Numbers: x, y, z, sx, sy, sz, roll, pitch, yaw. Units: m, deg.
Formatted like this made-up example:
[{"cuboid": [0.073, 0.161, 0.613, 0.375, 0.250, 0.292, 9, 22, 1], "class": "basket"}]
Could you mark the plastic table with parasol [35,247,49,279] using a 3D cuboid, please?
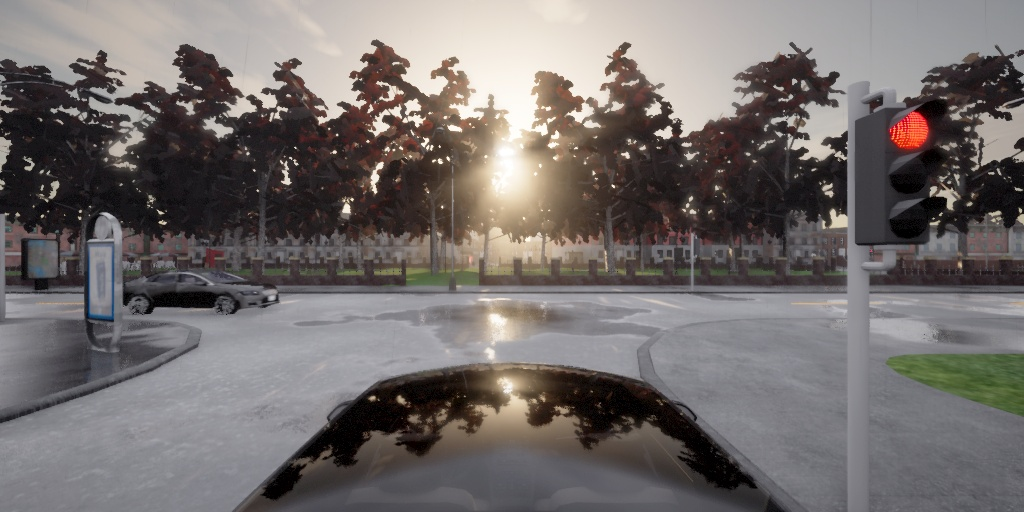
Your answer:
[{"cuboid": [-43.616, 0.620, 34.871, 2.482, 2.480, 2.482, 0, 0, -39], "class": "plastic table with parasol"}]

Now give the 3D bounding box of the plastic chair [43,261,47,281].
[{"cuboid": [-40.225, 1.293, 31.484, 0.730, 1.272, 0.750, 0, 0, -40], "class": "plastic chair"}]

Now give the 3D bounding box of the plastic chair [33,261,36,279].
[{"cuboid": [-44.624, 1.295, 34.121, 0.730, 1.272, 0.750, 0, 0, -41], "class": "plastic chair"}]

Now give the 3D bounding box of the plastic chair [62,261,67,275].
[{"cuboid": [-38.292, 1.306, 31.256, 0.750, 1.272, 0.730, 0, 0, -35], "class": "plastic chair"}]

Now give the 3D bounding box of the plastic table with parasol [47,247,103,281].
[{"cuboid": [-39.195, 0.694, 32.229, 2.482, 2.480, 2.482, 0, 0, -40], "class": "plastic table with parasol"}]

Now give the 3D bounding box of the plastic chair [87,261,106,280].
[{"cuboid": [-38.197, 1.296, 32.962, 0.730, 1.272, 0.750, 0, 0, -40], "class": "plastic chair"}]

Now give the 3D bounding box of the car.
[{"cuboid": [-11.069, 1.241, 12.859, 4.902, 1.511, 2.128, 0, 0, 0], "class": "car"}]
